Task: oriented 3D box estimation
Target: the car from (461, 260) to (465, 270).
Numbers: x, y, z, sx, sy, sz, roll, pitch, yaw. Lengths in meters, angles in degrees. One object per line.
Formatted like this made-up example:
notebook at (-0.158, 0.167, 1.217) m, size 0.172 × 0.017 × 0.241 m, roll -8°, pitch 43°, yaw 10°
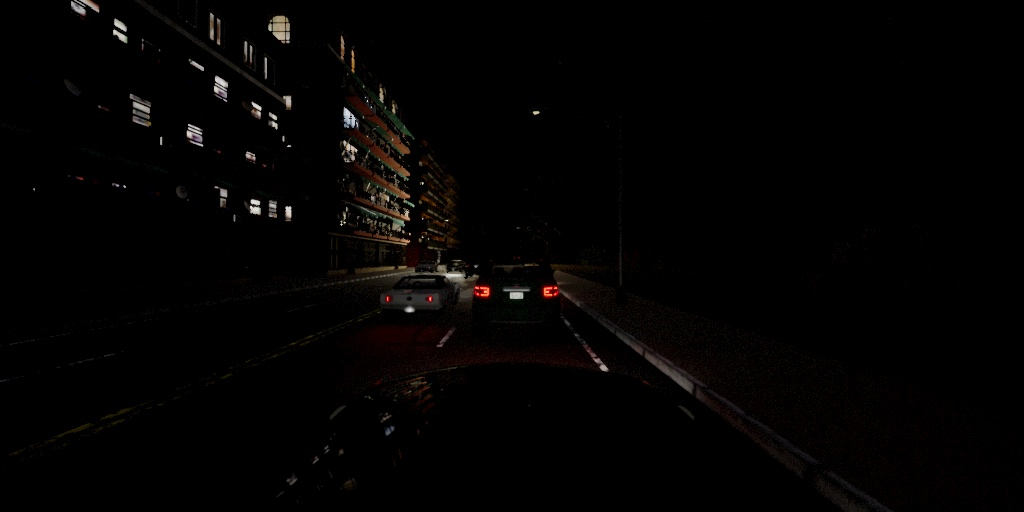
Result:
car at (-3.063, 0.976, 33.392) m, size 2.150 × 2.045 × 5.566 m, roll 0°, pitch 0°, yaw 0°

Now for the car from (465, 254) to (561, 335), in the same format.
car at (0.116, 0.973, 10.654) m, size 2.150 × 2.045 × 5.566 m, roll 0°, pitch 0°, yaw 0°

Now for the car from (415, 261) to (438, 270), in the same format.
car at (-9.736, 1.277, 41.124) m, size 1.812 × 1.442 × 4.674 m, roll 0°, pitch 0°, yaw 0°

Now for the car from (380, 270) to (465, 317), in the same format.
car at (-3.122, 1.352, 13.208) m, size 1.895 × 1.301 × 4.718 m, roll 0°, pitch 0°, yaw 0°

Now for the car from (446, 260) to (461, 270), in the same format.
car at (-6.498, 1.243, 42.120) m, size 2.128 × 1.511 × 4.902 m, roll 0°, pitch 0°, yaw 0°
